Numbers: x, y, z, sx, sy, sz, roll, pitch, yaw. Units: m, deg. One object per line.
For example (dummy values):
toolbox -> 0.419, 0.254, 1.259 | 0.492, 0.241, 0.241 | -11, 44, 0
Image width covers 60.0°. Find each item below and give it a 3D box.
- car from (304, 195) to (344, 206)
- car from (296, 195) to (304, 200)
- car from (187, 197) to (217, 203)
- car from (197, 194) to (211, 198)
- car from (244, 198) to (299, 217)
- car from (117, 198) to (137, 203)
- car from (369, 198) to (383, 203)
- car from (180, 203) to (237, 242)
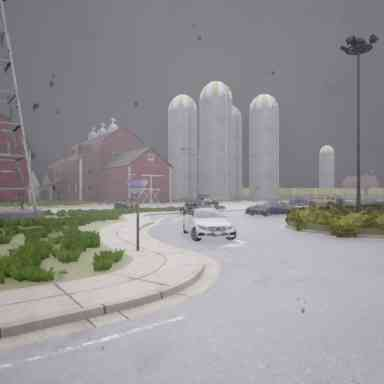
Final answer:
car -> 18.336, 1.310, 45.759 | 1.932, 1.855, 4.605 | 0, 0, -37
car -> 21.456, 1.480, 64.796 | 2.242, 1.667, 4.611 | 0, 0, -37
car -> 0.561, 1.521, 31.996 | 1.784, 1.438, 3.905 | 0, 0, -37
car -> 2.199, 1.313, 50.129 | 1.905, 1.878, 3.866 | 0, 0, -37
car -> 7.322, 1.547, 31.079 | 5.357, 1.411, 2.033 | 0, 0, -38
car -> -8.183, 1.506, 41.508 | 1.816, 1.474, 4.193 | 0, 0, -37
car -> 25.711, 1.547, 44.261 | 5.357, 1.411, 2.033 | 0, 0, -19
car -> 0.690, 1.526, 16.768 | 1.812, 1.442, 4.674 | 0, 0, -11
